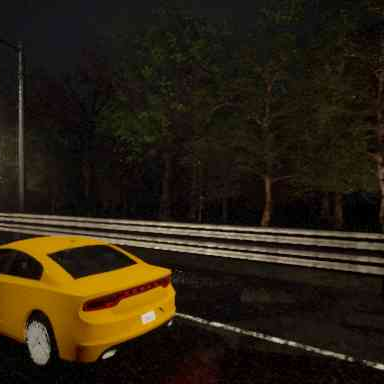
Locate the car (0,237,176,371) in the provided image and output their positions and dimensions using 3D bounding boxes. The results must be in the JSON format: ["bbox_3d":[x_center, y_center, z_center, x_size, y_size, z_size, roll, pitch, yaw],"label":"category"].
[{"bbox_3d":[-2.588,1.538,5.857,5.008,1.535,1.882,-1,0,36],"label":"car"}]
